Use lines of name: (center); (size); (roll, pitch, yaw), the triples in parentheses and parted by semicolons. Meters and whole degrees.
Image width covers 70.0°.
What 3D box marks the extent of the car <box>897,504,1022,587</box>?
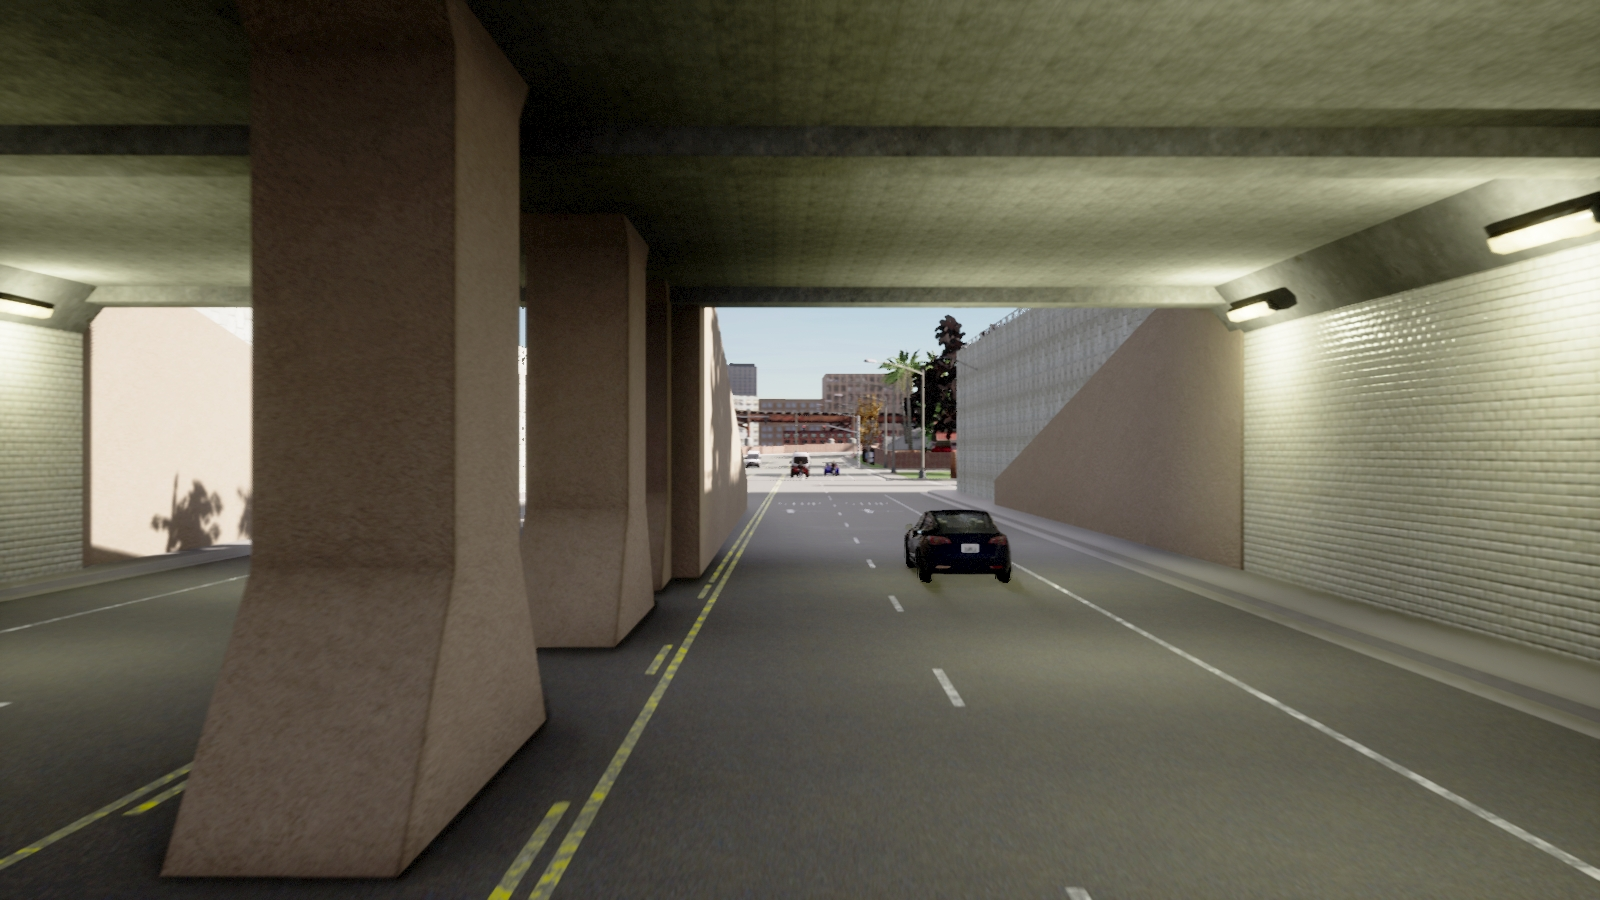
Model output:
car: (3.463, 2.063, 25.750); (2.163, 1.488, 4.792); (0, 0, 0)
